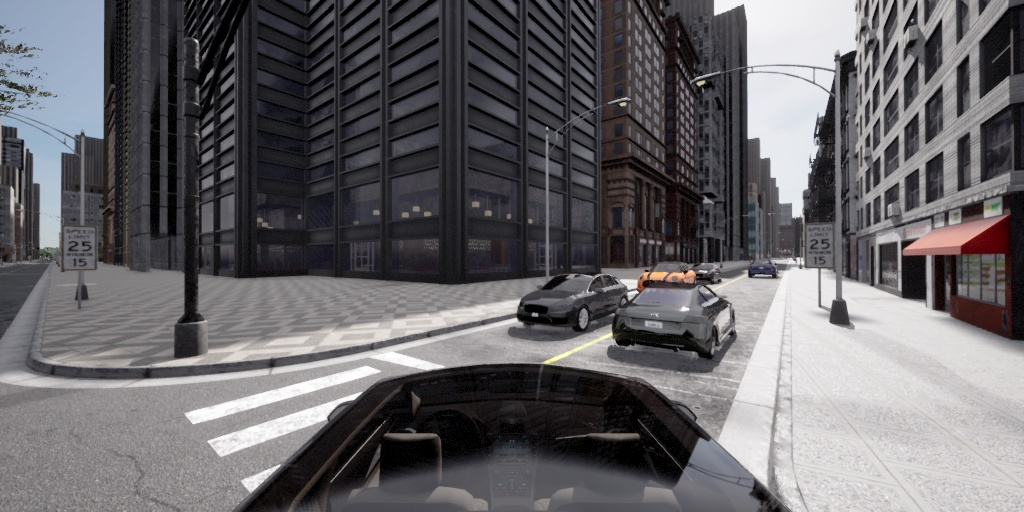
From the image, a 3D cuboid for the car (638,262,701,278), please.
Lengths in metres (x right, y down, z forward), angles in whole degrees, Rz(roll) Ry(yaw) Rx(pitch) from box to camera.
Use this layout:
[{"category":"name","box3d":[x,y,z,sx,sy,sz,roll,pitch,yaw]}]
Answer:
[{"category":"car","box3d":[8.398,1.110,19.302,2.097,1.767,4.553,0,0,38]}]

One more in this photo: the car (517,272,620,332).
[{"category":"car","box3d":[2.084,1.268,11.185,1.837,1.490,4.892,0,0,38]}]

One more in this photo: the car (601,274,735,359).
[{"category":"car","box3d":[4.006,1.312,8.606,1.994,1.385,4.181,0,0,38]}]

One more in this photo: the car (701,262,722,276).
[{"category":"car","box3d":[14.695,1.257,27.379,1.837,1.490,4.892,0,0,38]}]

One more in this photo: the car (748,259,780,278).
[{"category":"car","box3d":[23.601,1.081,33.697,2.097,1.767,4.553,0,0,38]}]
